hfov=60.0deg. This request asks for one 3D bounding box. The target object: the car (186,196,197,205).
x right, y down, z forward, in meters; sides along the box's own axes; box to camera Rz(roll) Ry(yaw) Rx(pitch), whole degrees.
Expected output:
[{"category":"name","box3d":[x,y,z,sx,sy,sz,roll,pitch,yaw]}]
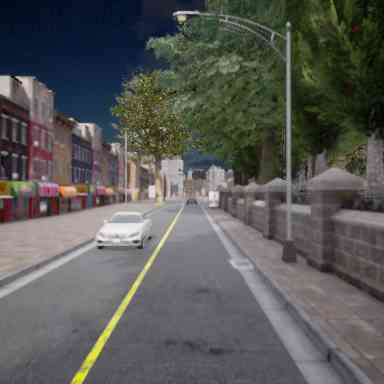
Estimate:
[{"category":"car","box3d":[0.001,1.512,57.409,2.128,1.511,4.902,-1,0,1]}]

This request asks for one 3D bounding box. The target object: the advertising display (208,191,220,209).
[{"category":"advertising display","box3d":[2.994,1.068,45.171,1.540,2.440,0.280,-1,-1,0]}]

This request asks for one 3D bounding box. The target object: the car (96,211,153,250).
[{"category":"car","box3d":[-2.852,1.587,14.896,1.812,1.442,4.674,0,0,0]}]

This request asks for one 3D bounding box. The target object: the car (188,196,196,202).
[{"category":"car","box3d":[-0.005,1.503,73.957,1.895,1.301,4.718,0,0,0]}]
